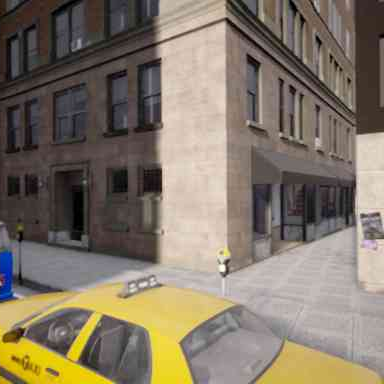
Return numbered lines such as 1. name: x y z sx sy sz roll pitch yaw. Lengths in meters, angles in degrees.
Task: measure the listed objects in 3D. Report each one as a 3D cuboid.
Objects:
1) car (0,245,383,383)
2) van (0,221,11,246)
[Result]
1. car: -0.716 1.524 3.371 4.829 1.417 1.752 0 -1 36
2. van: -5.190 1.337 6.574 3.998 1.788 1.690 0 -1 36
